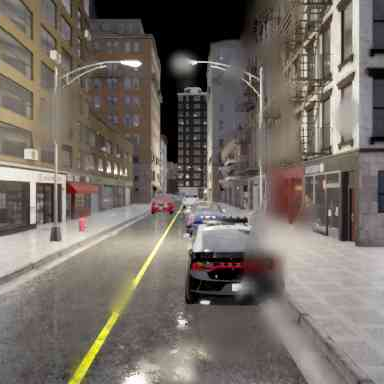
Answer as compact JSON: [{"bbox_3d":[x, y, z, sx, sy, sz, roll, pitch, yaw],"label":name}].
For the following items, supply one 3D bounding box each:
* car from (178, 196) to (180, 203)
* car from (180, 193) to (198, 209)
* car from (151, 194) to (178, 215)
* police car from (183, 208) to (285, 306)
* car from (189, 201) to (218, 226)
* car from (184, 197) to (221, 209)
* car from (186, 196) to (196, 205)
[{"bbox_3d":[-2.951,1.497,63.261,1.837,1.490,4.892,0,0,0],"label":"car"},{"bbox_3d":[-0.110,1.212,45.946,2.150,2.045,5.566,0,0,0],"label":"car"},{"bbox_3d":[-2.960,1.213,34.567,2.150,2.045,5.566,0,0,0],"label":"car"},{"bbox_3d":[0.799,1.424,8.260,1.930,1.638,5.238,0,0,0],"label":"police car"},{"bbox_3d":[0.749,1.472,24.150,1.882,1.535,5.008,0,0,0],"label":"car"},{"bbox_3d":[0.767,1.347,18.121,2.097,1.767,4.553,0,0,0],"label":"car"},{"bbox_3d":[-0.193,1.517,60.745,1.812,1.442,4.674,0,0,0],"label":"car"}]
